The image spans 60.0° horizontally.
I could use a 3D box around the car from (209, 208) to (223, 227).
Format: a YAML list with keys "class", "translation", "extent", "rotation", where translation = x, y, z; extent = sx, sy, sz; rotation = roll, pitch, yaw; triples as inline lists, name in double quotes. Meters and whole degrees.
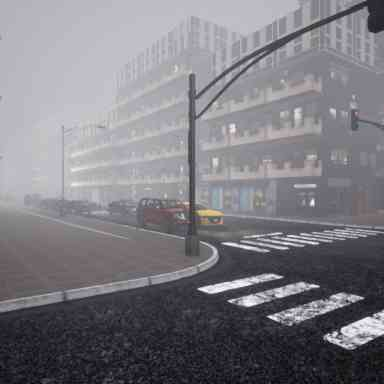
- class: "car"
  translation: [-0.024, 1.423, 21.957]
  extent: [1.882, 1.535, 5.008]
  rotation: [0, 0, -36]

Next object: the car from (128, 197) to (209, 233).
- class: "car"
  translation: [-1.563, 1.264, 19.670]
  extent: [2.192, 1.841, 5.009]
  rotation: [0, 0, -36]

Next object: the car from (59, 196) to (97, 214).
- class: "car"
  translation: [-11.528, 1.444, 33.436]
  extent: [1.887, 1.381, 4.507]
  rotation: [0, 0, -36]

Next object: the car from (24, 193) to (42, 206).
- class: "car"
  translation: [-24.813, 1.162, 51.791]
  extent: [2.192, 1.841, 5.009]
  rotation: [0, 0, -36]

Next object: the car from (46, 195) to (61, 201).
- class: "car"
  translation: [-31.309, 1.379, 75.058]
  extent: [2.008, 1.369, 4.403]
  rotation: [0, 0, -36]

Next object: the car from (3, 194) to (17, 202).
- class: "car"
  translation: [-38.099, 1.412, 70.146]
  extent: [1.802, 1.307, 4.206]
  rotation: [0, 0, -36]

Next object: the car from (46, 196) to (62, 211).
- class: "car"
  translation: [-14.850, 1.451, 38.025]
  extent: [1.947, 1.339, 4.313]
  rotation: [0, 0, -36]

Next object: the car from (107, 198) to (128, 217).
- class: "car"
  translation: [-6.117, 1.406, 30.373]
  extent: [2.128, 1.511, 4.902]
  rotation: [0, 0, -36]

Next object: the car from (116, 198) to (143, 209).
- class: "car"
  translation: [-8.061, 1.465, 42.940]
  extent: [1.802, 1.307, 4.206]
  rotation: [0, 0, -36]

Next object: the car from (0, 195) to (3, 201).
- class: "car"
  translation: [-41.421, 1.269, 74.733]
  extent: [1.967, 1.590, 4.097]
  rotation: [0, 0, -36]

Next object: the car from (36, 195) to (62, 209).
- class: "car"
  translation: [-18.171, 1.436, 42.615]
  extent: [1.947, 1.339, 4.313]
  rotation: [0, 0, -36]

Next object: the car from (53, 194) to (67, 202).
- class: "car"
  translation: [-27.989, 1.269, 70.471]
  extent: [1.967, 1.590, 4.097]
  rotation: [0, 0, -36]
